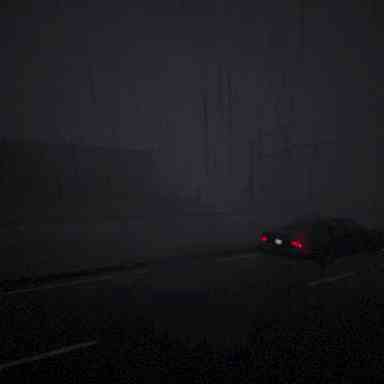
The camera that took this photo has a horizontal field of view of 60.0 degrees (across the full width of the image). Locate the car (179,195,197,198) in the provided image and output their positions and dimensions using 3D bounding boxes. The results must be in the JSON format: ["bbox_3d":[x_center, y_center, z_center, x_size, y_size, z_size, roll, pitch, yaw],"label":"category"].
[{"bbox_3d":[-1.755,1.459,69.428,1.882,1.535,5.008,0,0,-36],"label":"car"}]

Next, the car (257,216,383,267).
[{"bbox_3d":[4.655,1.543,11.434,5.357,1.411,2.033,0,0,-35],"label":"car"}]

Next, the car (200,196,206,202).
[{"bbox_3d":[1.065,1.458,71.500,1.882,1.535,5.008,0,0,-36],"label":"car"}]
